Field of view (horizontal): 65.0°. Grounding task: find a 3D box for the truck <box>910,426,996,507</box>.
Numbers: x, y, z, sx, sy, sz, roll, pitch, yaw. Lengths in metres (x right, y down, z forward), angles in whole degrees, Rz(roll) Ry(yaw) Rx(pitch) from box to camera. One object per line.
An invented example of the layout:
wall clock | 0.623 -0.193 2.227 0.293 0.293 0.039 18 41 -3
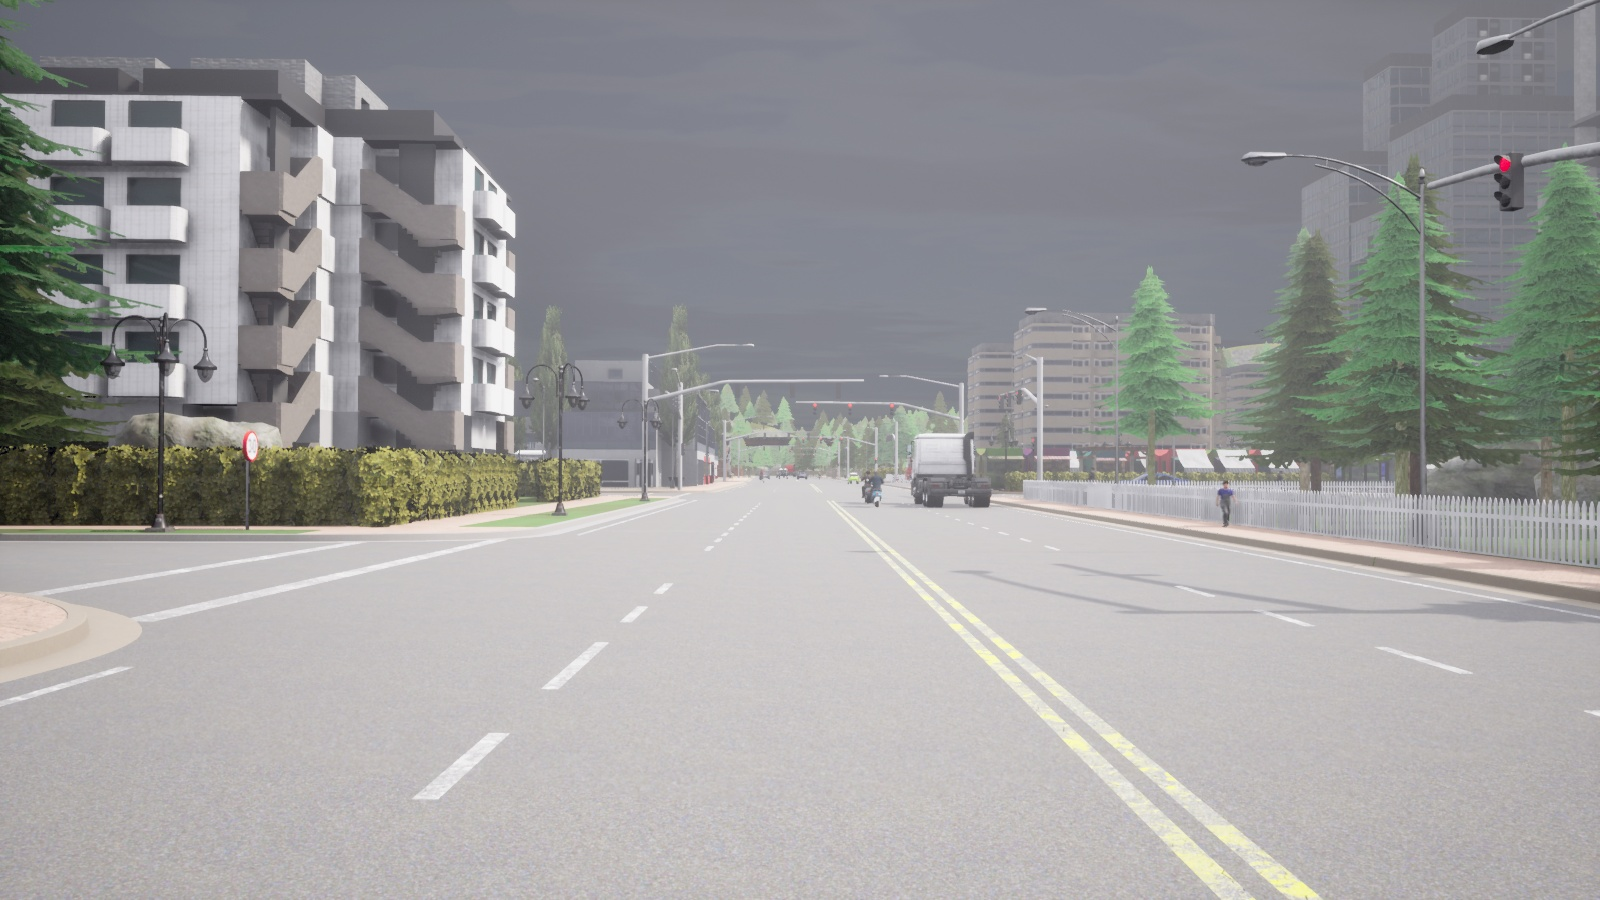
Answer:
truck | 6.860 0.768 57.460 2.891 3.462 7.936 0 -1 0

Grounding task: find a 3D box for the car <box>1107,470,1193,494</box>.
car | 22.624 2.063 81.258 5.008 1.535 1.882 0 -1 -2

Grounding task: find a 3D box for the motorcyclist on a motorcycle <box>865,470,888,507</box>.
motorcyclist on a motorcycle | 3.360 1.679 55.209 0.866 1.590 1.817 0 -1 0

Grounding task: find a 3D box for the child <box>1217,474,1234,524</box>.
child | 10.924 1.250 32.264 0.270 1.263 0.437 0 -1 0
